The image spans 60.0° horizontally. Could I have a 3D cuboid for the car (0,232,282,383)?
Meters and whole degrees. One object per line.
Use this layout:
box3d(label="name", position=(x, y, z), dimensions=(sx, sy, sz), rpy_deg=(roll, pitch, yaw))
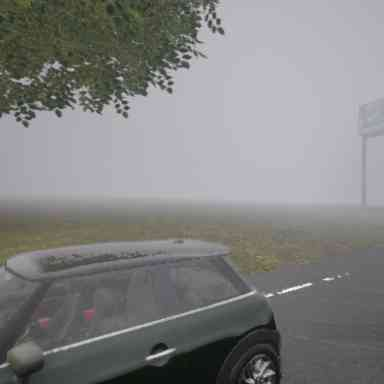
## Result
box3d(label="car", position=(-1.266, 1.356, 3.138), dimensions=(4.553, 1.767, 2.097), rpy_deg=(0, 0, -36))
